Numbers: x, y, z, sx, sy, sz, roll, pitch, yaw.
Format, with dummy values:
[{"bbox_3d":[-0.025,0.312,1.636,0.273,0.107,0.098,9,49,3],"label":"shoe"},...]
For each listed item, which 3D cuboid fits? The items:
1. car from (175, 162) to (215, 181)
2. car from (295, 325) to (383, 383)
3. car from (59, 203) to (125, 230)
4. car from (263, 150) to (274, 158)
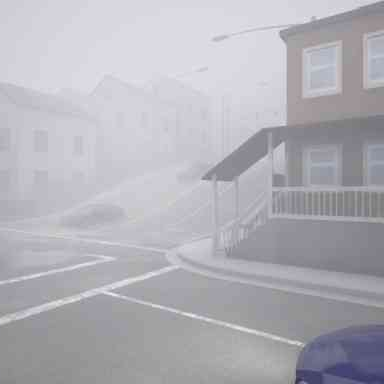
[{"bbox_3d":[0.301,-2.104,32.502,1.895,1.301,4.718,0,17,35],"label":"car"},{"bbox_3d":[2.949,1.526,1.860,4.674,1.442,1.812,0,0,36],"label":"car"},{"bbox_3d":[-6.605,1.518,22.476,1.812,1.442,4.674,0,5,35],"label":"car"},{"bbox_3d":[9.677,-5.552,45.677,1.837,1.490,4.892,0,8,36],"label":"car"}]
